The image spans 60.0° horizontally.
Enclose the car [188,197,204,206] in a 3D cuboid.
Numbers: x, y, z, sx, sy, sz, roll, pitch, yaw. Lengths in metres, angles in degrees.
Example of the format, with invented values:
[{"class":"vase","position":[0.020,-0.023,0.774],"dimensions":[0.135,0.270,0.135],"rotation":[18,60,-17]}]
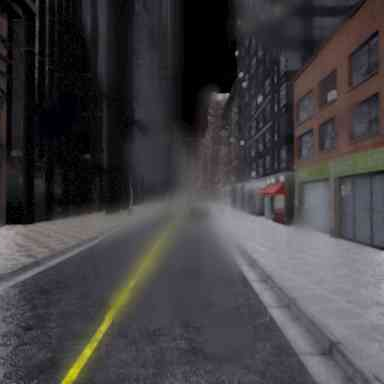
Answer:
[{"class":"car","position":[0.883,1.775,49.359],"dimensions":[2.150,2.045,5.566],"rotation":[0,-1,0]}]

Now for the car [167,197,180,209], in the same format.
[{"class":"car","position":[-3.068,2.140,58.148],"dimensions":[2.128,1.511,4.902],"rotation":[0,-1,0]}]

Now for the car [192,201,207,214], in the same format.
[{"class":"car","position":[0.884,1.987,43.326],"dimensions":[1.837,1.490,4.892],"rotation":[0,-1,0]}]

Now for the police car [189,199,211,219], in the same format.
[{"class":"police car","position":[0.888,1.796,33.437],"dimensions":[1.930,1.638,5.238],"rotation":[0,-1,0]}]

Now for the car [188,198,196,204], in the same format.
[{"class":"car","position":[-0.030,2.353,85.169],"dimensions":[2.128,1.511,4.902],"rotation":[0,-1,0]}]
